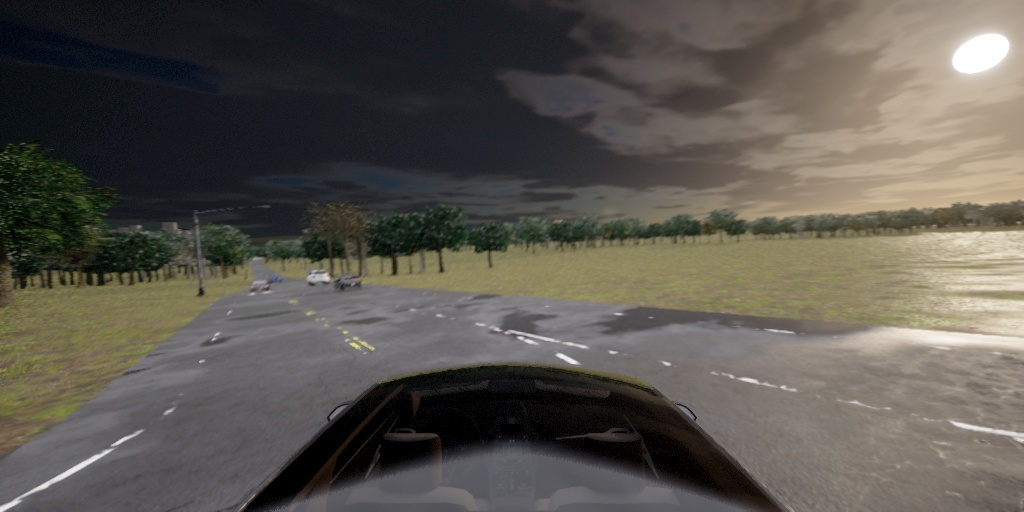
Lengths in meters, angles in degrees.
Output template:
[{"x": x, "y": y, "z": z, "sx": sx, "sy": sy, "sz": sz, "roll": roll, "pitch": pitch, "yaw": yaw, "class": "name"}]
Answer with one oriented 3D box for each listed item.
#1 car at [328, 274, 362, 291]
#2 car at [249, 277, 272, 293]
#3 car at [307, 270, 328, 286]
[{"x": -16.289, "y": 2.516, "z": 35.418, "sx": 2.128, "sy": 1.511, "sz": 4.902, "roll": -5, "pitch": 0, "yaw": -36, "class": "car"}, {"x": -30.675, "y": 3.672, "z": 43.660, "sx": 1.812, "sy": 1.442, "sz": 4.674, "roll": -5, "pitch": 1, "yaw": -34, "class": "car"}, {"x": -27.656, "y": 3.079, "z": 51.034, "sx": 2.150, "sy": 2.045, "sz": 5.566, "roll": -5, "pitch": 0, "yaw": -36, "class": "car"}]
